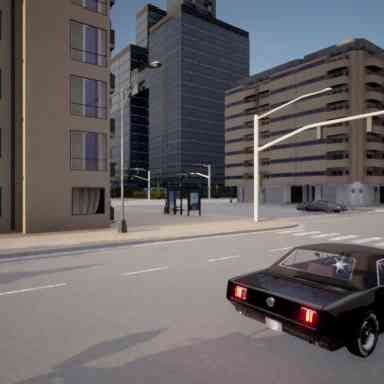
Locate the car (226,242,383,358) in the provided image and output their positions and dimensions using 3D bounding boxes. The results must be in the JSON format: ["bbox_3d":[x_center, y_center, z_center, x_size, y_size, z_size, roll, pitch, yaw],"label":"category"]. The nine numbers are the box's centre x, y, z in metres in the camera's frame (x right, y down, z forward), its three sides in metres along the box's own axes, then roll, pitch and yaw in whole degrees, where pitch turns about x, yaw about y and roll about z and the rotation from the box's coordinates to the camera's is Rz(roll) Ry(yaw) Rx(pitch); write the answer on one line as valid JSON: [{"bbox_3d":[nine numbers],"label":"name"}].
[{"bbox_3d":[2.954,1.601,6.035,4.718,1.301,1.895,0,0,-36],"label":"car"}]

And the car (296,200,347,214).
[{"bbox_3d":[14.210,1.603,36.694,2.033,1.411,5.357,0,0,-37],"label":"car"}]
